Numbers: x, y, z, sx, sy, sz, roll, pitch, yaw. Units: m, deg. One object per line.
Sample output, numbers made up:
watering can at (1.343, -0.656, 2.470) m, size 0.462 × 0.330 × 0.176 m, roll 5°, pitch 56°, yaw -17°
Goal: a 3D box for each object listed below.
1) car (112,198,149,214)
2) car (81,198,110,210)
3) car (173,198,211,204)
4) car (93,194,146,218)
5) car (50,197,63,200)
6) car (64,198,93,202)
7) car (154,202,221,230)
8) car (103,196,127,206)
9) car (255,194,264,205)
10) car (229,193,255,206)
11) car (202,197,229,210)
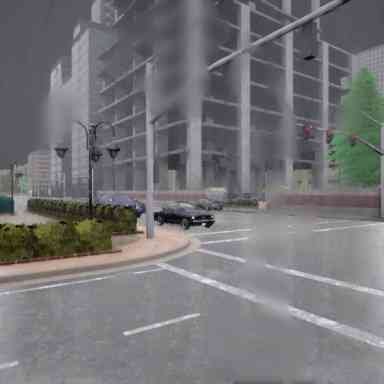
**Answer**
car at (-6.638, 1.422, 35.255) m, size 1.882 × 1.535 × 5.008 m, roll 0°, pitch 0°, yaw -36°
car at (-12.774, 1.492, 43.706) m, size 2.033 × 1.411 × 5.357 m, roll 0°, pitch 0°, yaw -36°
car at (-0.807, 1.470, 27.224) m, size 1.812 × 1.442 × 4.674 m, roll 0°, pitch 0°, yaw -36°
car at (-6.345, 1.166, 28.894) m, size 2.150 × 2.045 × 5.566 m, roll 0°, pitch 0°, yaw -36°
car at (-18.754, 1.471, 46.026) m, size 1.812 × 1.442 × 4.674 m, roll 0°, pitch 0°, yaw -36°
car at (-12.411, 1.492, 37.245) m, size 2.033 × 1.411 × 5.357 m, roll 0°, pitch 0°, yaw -36°
car at (-0.613, 1.545, 21.002) m, size 1.895 × 1.301 × 4.718 m, roll 0°, pitch 0°, yaw -36°
car at (-13.147, 1.436, 56.459) m, size 2.128 × 1.511 × 4.902 m, roll 0°, pitch 0°, yaw -36°
car at (9.500, 1.114, 52.377) m, size 1.905 × 1.878 × 3.866 m, roll 0°, pitch 0°, yaw -36°
car at (7.110, 1.114, 50.663) m, size 1.905 × 1.878 × 3.866 m, roll 0°, pitch 0°, yaw -36°
car at (1.363, 1.436, 36.459) m, size 2.128 × 1.511 × 4.902 m, roll 0°, pitch 0°, yaw -36°
